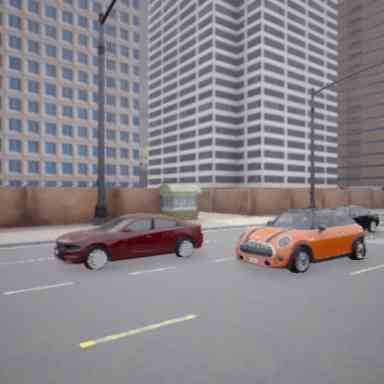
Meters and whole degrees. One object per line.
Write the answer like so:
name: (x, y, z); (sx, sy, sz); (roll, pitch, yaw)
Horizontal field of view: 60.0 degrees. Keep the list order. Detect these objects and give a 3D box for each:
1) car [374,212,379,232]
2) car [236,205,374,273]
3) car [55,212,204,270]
car: (8.431, 1.489, 18.481); (5.008, 1.535, 1.882); (0, 0, -35)
car: (3.587, 1.358, 10.765); (4.553, 1.767, 2.097); (0, 0, -35)
car: (-1.913, 1.481, 11.183); (5.008, 1.535, 1.882); (0, 0, -35)
